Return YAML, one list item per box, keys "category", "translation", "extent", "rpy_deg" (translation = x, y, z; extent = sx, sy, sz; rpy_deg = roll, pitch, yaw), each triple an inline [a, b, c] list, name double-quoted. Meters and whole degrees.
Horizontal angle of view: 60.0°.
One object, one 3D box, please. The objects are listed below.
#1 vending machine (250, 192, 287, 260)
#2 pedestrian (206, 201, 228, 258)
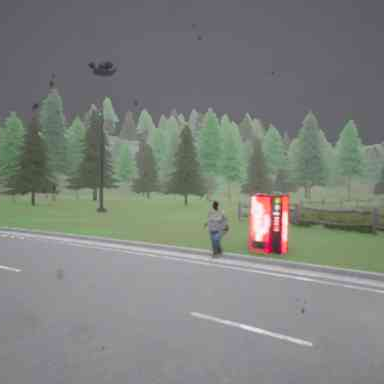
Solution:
- category: "vending machine"
  translation: [2.584, 1.076, 11.195]
  extent: [0.880, 2.100, 1.100]
  rpy_deg: [1, 1, 33]
- category: "pedestrian"
  translation: [0.770, 1.161, 10.365]
  extent: [0.375, 1.860, 0.375]
  rpy_deg: [1, 1, 32]
